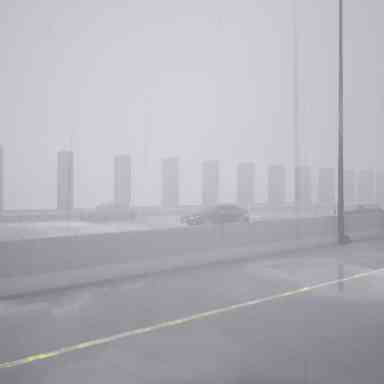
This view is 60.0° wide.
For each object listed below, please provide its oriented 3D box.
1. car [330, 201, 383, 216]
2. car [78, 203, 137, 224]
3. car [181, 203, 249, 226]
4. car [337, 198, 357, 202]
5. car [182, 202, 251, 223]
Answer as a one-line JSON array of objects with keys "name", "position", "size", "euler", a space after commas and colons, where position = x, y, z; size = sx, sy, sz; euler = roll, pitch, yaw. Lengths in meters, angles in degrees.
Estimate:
[{"name": "car", "position": [12.702, 1.601, 24.781], "size": [4.718, 1.301, 1.895], "euler": [0, 0, -32]}, {"name": "car", "position": [-6.297, 1.564, 24.978], "size": [4.181, 1.385, 1.994], "euler": [0, 0, -33]}, {"name": "car", "position": [1.563, 1.506, 21.794], "size": [4.892, 1.490, 1.837], "euler": [0, 0, -33]}, {"name": "car", "position": [19.092, 1.525, 41.109], "size": [4.674, 1.442, 1.812], "euler": [0, 0, -32]}, {"name": "car", "position": [2.006, 1.547, 26.253], "size": [5.357, 1.411, 2.033], "euler": [0, 0, -33]}]
